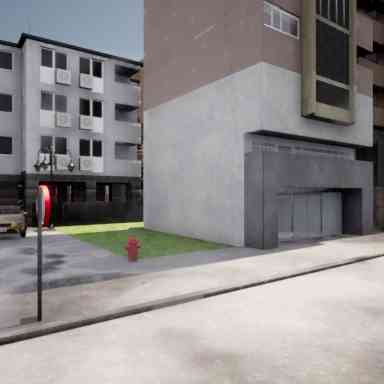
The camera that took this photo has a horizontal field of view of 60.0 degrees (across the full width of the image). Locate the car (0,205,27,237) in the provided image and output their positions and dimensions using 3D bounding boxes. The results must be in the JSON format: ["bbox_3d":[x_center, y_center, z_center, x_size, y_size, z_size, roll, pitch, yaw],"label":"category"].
[{"bbox_3d":[-9.314,1.416,16.801,1.816,1.474,4.193,0,0,-25],"label":"car"}]
